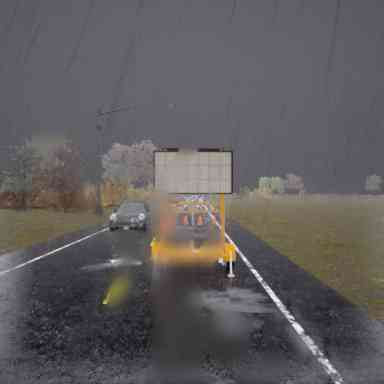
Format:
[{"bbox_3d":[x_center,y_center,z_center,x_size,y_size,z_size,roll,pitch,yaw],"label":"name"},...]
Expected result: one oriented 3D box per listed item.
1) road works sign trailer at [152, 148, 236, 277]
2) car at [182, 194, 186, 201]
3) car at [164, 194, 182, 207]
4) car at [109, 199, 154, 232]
[{"bbox_3d":[0.031,0.469,10.241,2.380,3.560,2.880,0,0,-1],"label":"road works sign trailer"},{"bbox_3d":[-2.676,1.420,89.013,2.097,1.767,4.553,0,0,1],"label":"car"},{"bbox_3d":[-3.202,1.253,52.450,2.150,2.045,5.566,0,0,1],"label":"car"},{"bbox_3d":[-3.549,1.362,20.223,2.097,1.767,4.553,0,0,0],"label":"car"}]
